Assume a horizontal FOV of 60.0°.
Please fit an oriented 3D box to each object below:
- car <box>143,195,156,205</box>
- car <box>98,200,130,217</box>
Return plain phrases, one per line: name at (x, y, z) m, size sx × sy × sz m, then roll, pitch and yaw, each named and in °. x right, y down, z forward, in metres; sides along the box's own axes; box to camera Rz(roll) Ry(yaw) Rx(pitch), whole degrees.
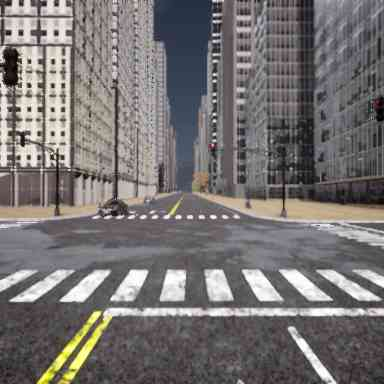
car at (-7.392, 1.341, 57.937) m, size 2.128 × 1.511 × 4.902 m, roll 0°, pitch 0°, yaw -1°
car at (-7.279, 1.482, 31.448) m, size 1.812 × 1.442 × 4.674 m, roll 0°, pitch 0°, yaw 6°
